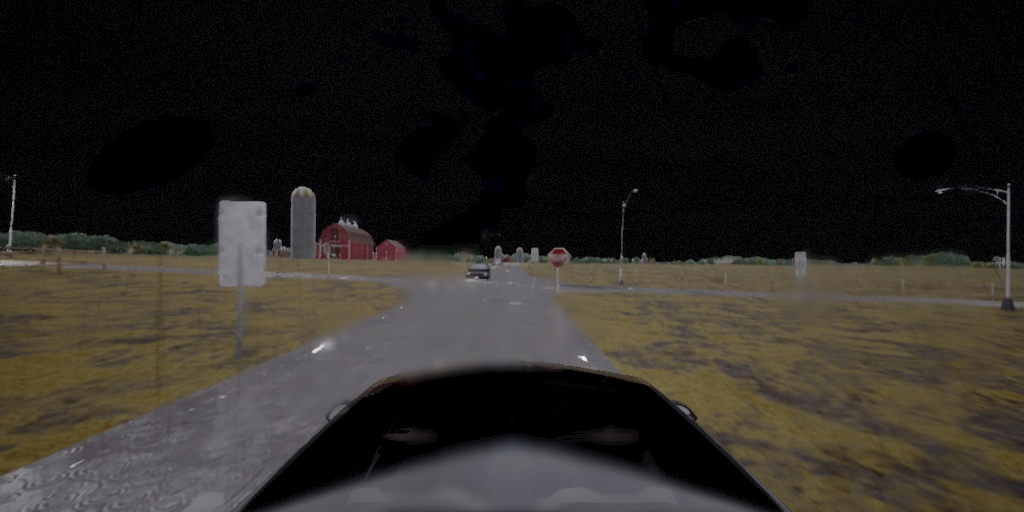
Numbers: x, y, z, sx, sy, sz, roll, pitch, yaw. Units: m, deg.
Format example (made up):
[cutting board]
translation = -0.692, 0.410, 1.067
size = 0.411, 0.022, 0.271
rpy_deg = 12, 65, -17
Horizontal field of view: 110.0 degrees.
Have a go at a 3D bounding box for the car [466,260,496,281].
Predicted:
[car]
translation = -2.740, 1.330, 30.849
size = 2.033, 1.411, 5.357
rpy_deg = 2, 0, 0
